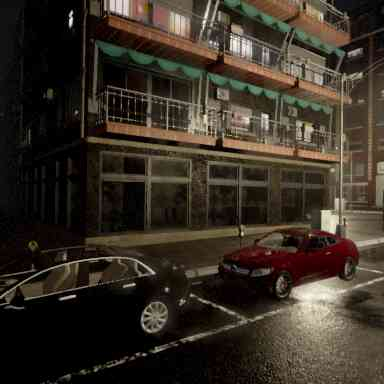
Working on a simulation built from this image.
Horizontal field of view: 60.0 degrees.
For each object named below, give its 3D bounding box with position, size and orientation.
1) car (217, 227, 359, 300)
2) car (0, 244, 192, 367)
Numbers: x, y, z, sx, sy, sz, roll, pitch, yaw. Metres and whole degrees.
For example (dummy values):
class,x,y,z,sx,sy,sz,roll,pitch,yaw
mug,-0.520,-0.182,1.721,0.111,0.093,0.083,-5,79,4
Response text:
class,x,y,z,sx,sy,sz,roll,pitch,yaw
car,2.567,1.584,8.345,4.206,1.307,1.802,0,1,-36
car,-2.057,1.551,5.036,4.403,1.369,2.008,0,1,-36
